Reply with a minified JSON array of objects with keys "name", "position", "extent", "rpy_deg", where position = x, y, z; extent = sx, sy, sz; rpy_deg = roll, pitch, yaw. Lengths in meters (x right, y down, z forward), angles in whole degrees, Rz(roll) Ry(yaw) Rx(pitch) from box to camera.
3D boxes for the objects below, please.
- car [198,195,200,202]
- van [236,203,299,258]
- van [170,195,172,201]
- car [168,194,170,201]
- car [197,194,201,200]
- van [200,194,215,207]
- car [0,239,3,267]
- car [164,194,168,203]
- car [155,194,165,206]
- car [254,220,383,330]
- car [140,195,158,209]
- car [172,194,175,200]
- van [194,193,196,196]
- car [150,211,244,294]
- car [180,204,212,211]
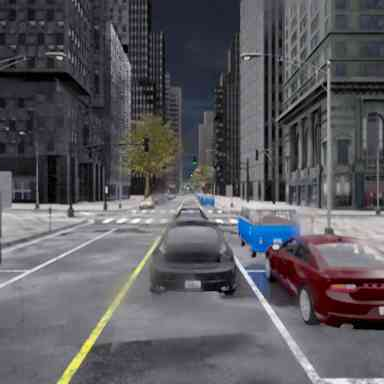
[{"name":"car","position":[2.483,1.539,55.841],"extent":[1.947,1.339,4.313],"rpy_deg":[0,0,0]},{"name":"van","position":[2.719,1.330,12.444],"extent":[1.690,1.788,3.998],"rpy_deg":[0,0,0]},{"name":"van","position":[-6.148,1.318,76.722],"extent":[1.690,1.788,3.998],"rpy_deg":[0,0,0]},{"name":"car","position":[-6.094,1.524,66.145],"extent":[2.008,1.369,4.403],"rpy_deg":[0,0,0]},{"name":"car","position":[2.456,1.518,61.254],"extent":[1.887,1.381,4.507],"rpy_deg":[0,0,0]},{"name":"van","position":[2.511,1.314,50.428],"extent":[1.690,1.788,3.998],"rpy_deg":[0,0,0]},{"name":"car","position":[-5.810,1.538,6.894],"extent":[1.887,1.381,4.507],"rpy_deg":[0,0,0]},{"name":"car","position":[-6.067,1.288,60.856],"extent":[2.192,1.841,5.009],"rpy_deg":[0,0,0]},{"name":"car","position":[-6.040,1.517,55.567],"extent":[1.887,1.381,4.507],"rpy_deg":[0,0,0]},{"name":"car","position":[2.745,1.538,6.919],"extent":[1.887,1.381,4.507],"rpy_deg":[0,0,0]},{"name":"car","position":[-5.992,1.499,44.817],"extent":[1.752,1.417,4.829],"rpy_deg":[0,0,0]},{"name":"car","position":[-6.202,1.547,87.300],"extent":[1.947,1.339,4.313],"rpy_deg":[0,0,0]},{"name":"van","position":[2.291,1.327,93.734],"extent":[1.690,1.788,3.998],"rpy_deg":[0,0,0]},{"name":"car","position":[0.022,1.498,8.731],"extent":[1.837,1.490,4.892],"rpy_deg":[0,0,0]},{"name":"car","position":[-0.070,1.549,17.981],"extent":[1.994,1.385,4.181],"rpy_deg":[0,0,0]}]
